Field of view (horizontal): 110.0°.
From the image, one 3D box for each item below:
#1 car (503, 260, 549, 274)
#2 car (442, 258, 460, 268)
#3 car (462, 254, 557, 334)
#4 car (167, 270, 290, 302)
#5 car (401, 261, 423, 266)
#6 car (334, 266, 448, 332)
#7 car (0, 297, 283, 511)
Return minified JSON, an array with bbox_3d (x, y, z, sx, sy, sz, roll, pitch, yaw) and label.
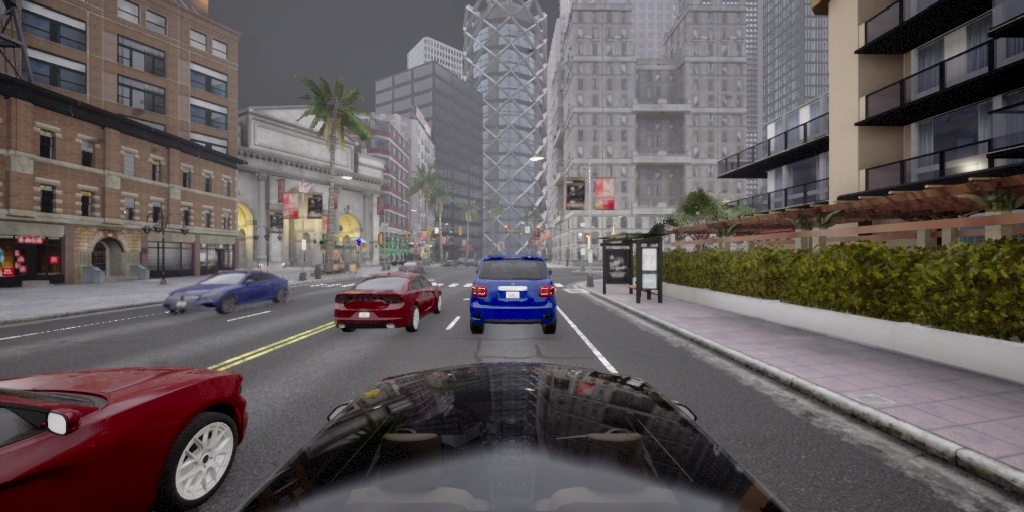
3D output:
[{"bbox_3d":[1.555,1.241,41.096,4.902,1.511,2.128,0,0,33],"label":"car"},{"bbox_3d":[-10.558,1.315,60.876,1.994,1.385,4.181,0,0,0],"label":"car"},{"bbox_3d":[0.054,0.971,10.763,2.150,2.045,5.566,0,0,1],"label":"car"},{"bbox_3d":[-10.584,1.275,13.802,1.812,1.442,4.674,0,0,0],"label":"car"},{"bbox_3d":[-10.593,1.275,38.028,1.812,1.442,4.674,0,0,0],"label":"car"},{"bbox_3d":[-3.441,1.228,10.873,1.882,1.535,5.008,0,0,0],"label":"car"},{"bbox_3d":[-3.390,1.228,1.294,1.882,1.535,5.008,0,0,0],"label":"car"}]
